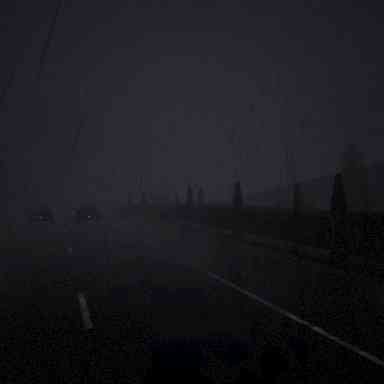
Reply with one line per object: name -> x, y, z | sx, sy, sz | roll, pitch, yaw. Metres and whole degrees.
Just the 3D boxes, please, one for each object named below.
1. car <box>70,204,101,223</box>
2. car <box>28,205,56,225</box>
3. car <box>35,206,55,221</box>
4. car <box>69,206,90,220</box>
car -> -8.899, 1.781, 28.123 | 2.128, 1.511, 4.902 | 0, -2, -22
car -> -12.226, 1.817, 26.963 | 1.812, 1.442, 4.674 | 0, -2, -24
car -> -16.306, 2.399, 37.045 | 1.882, 1.535, 5.008 | 0, -5, -22
car -> -13.124, 2.484, 38.506 | 2.033, 1.411, 5.357 | 0, -5, -22
